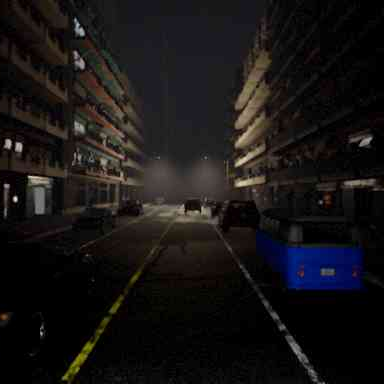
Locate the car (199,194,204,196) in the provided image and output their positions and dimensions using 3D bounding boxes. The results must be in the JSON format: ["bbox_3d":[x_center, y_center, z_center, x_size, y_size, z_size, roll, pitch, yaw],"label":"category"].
[{"bbox_3d":[2.682,1.530,70.942,1.967,1.590,4.097,0,0,0],"label":"car"}]

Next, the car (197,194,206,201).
[{"bbox_3d":[2.679,1.444,93.672,2.192,1.841,5.009,0,0,0],"label":"car"}]

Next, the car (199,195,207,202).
[{"bbox_3d":[2.680,1.549,82.307,1.967,1.590,4.097,0,0,0],"label":"car"}]

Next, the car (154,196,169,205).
[{"bbox_3d":[-5.697,1.622,59.574,2.008,1.369,4.403,0,0,0],"label":"car"}]

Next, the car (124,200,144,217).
[{"bbox_3d":[-5.693,1.473,31.162,1.967,1.590,4.097,0,0,0],"label":"car"}]

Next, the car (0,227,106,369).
[{"bbox_3d":[-3.093,1.569,5.729,1.994,1.385,4.181,0,0,0],"label":"car"}]

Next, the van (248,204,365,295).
[{"bbox_3d":[2.692,1.350,8.436,1.690,1.788,3.998,0,0,0],"label":"van"}]

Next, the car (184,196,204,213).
[{"bbox_3d":[0.095,1.519,37.747,1.882,1.535,5.008,0,0,0],"label":"car"}]

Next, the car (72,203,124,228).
[{"bbox_3d":[-5.691,1.570,19.798,2.008,1.369,4.403,0,0,0],"label":"car"}]

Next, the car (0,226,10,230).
[{"bbox_3d":[-5.689,1.553,8.432,1.887,1.381,4.507,0,0,0],"label":"car"}]

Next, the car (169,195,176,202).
[{"bbox_3d":[-5.700,1.690,82.304,1.802,1.307,4.206,0,0,0],"label":"car"}]

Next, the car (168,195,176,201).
[{"bbox_3d":[-5.701,1.569,93.669,1.967,1.590,4.097,0,0,0],"label":"car"}]

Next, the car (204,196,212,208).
[{"bbox_3d":[2.686,1.606,48.213,2.008,1.369,4.403,0,0,0],"label":"car"}]

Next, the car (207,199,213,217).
[{"bbox_3d":[2.688,1.599,31.165,1.947,1.339,4.313,0,0,0],"label":"car"}]

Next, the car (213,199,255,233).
[{"bbox_3d":[2.690,1.335,19.801,2.192,1.841,5.009,0,0,0],"label":"car"}]
